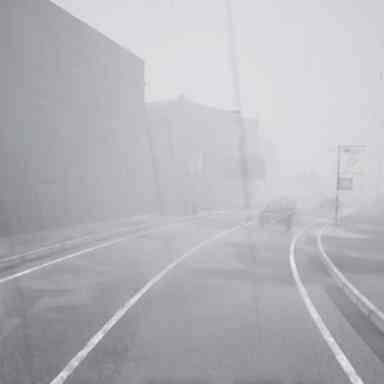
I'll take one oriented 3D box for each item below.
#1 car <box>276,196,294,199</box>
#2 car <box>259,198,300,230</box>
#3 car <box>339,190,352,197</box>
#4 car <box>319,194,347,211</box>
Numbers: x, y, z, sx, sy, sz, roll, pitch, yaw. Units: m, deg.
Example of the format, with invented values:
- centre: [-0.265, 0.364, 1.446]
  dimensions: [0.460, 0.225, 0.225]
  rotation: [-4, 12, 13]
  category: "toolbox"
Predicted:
- centre: [9.814, 1.162, 35.550]
  dimensions: [2.128, 1.511, 4.902]
  rotation: [3, 2, 33]
  category: "car"
- centre: [5.573, 1.424, 20.844]
  dimensions: [2.128, 1.511, 4.902]
  rotation: [3, 1, 26]
  category: "car"
- centre: [32.461, 0.057, 70.139]
  dimensions: [2.097, 1.767, 4.553]
  rotation: [3, 3, 33]
  category: "car"
- centre: [16.048, 1.296, 38.355]
  dimensions: [2.128, 1.511, 4.902]
  rotation: [3, 2, 33]
  category: "car"
